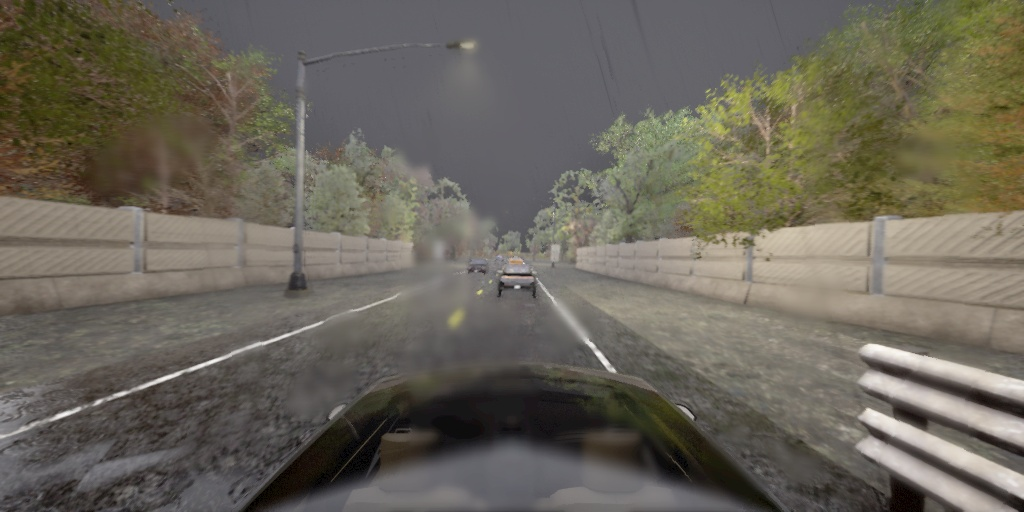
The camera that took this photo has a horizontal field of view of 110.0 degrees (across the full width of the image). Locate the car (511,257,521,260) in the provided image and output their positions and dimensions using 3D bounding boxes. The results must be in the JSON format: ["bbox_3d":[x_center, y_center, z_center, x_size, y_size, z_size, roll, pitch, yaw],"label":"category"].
[{"bbox_3d":[0.562,0.932,51.074,1.882,1.535,5.008,1,1,1],"label":"car"}]

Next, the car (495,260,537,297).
[{"bbox_3d":[0.261,1.150,18.276,2.128,1.511,4.902,1,0,1],"label":"car"}]

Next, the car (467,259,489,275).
[{"bbox_3d":[-3.222,1.001,35.256,2.033,1.411,5.357,3,0,1],"label":"car"}]
